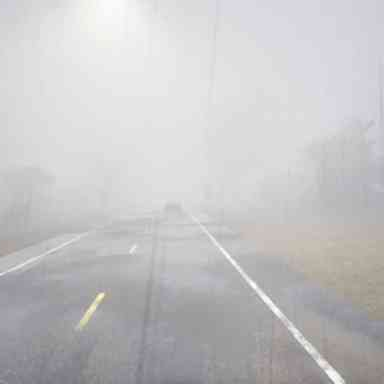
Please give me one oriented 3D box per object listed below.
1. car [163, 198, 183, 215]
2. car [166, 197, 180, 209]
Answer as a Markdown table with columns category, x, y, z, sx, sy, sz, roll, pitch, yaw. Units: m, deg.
| category | x | y | z | sx | sy | sz | roll | pitch | yaw |
| --- | --- | --- | --- | --- | --- | --- | --- | --- | --- |
| car | -2.008 | 1.552 | 35.221 | 1.882 | 1.535 | 5.008 | -2 | 0 | -3 |
| car | -2.835 | 1.603 | 49.401 | 1.882 | 1.535 | 5.008 | -2 | 0 | -3 |
